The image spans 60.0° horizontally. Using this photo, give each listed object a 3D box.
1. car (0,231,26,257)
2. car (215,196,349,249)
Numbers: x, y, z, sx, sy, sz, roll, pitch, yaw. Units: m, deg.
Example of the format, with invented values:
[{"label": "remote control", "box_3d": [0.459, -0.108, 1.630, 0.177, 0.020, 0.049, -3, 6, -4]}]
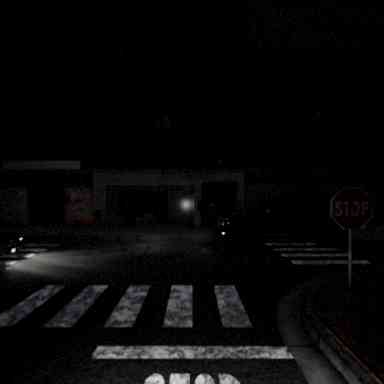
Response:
[{"label": "car", "box_3d": [-8.597, 1.573, 11.112, 5.357, 1.411, 2.033, 0, 0, 0]}, {"label": "car", "box_3d": [3.774, 1.213, 14.053, 5.566, 2.045, 2.150, 0, 0, 0]}]
